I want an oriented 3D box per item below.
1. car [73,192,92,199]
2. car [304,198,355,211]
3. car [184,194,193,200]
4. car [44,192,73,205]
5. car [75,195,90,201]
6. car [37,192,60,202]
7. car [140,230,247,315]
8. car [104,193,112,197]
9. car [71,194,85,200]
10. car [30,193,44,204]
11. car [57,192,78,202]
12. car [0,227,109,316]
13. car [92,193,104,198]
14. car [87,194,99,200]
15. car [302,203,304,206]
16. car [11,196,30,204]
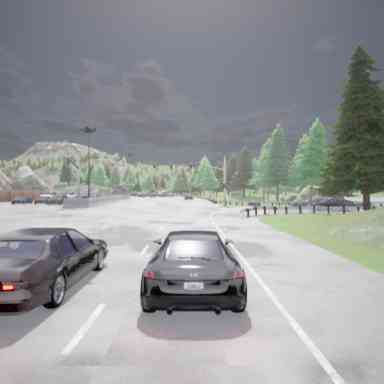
[{"bbox_3d":[-21.639,1.243,64.083,2.128,1.511,4.902,0,0,0],"label":"car"},{"bbox_3d":[15.656,1.377,37.531,4.902,1.511,2.128,0,0,7],"label":"car"},{"bbox_3d":[-0.913,1.202,84.605,1.994,1.385,4.181,0,0,-3],"label":"car"},{"bbox_3d":[-21.591,1.155,53.822,2.097,1.767,4.553,0,0,0],"label":"car"},{"bbox_3d":[-25.251,1.282,77.027,1.895,1.301,4.718,0,0,-1],"label":"car"},{"bbox_3d":[-28.642,0.964,66.595,2.150,2.045,5.566,0,0,-1],"label":"car"},{"bbox_3d":[0.030,1.559,7.649,1.994,1.385,4.181,0,0,0],"label":"car"},{"bbox_3d":[-21.865,1.184,82.536,1.812,1.442,4.674,0,0,-1],"label":"car"},{"bbox_3d":[-28.966,1.175,84.507,2.128,1.511,4.902,0,0,-3],"label":"car"},{"bbox_3d":[-25.103,1.353,56.549,1.994,1.385,4.181,0,0,0],"label":"car"},{"bbox_3d":[-25.149,0.961,67.259,2.150,2.045,5.566,0,0,-1],"label":"car"},{"bbox_3d":[-3.469,1.542,7.798,2.033,1.411,5.357,0,0,0],"label":"car"},{"bbox_3d":[-21.713,1.230,73.411,2.128,1.511,4.902,0,0,-1],"label":"car"},{"bbox_3d":[-25.569,1.196,85.765,1.994,1.385,4.181,0,0,-3],"label":"car"},{"bbox_3d":[15.730,1.432,41.052,4.181,1.385,1.994,0,0,7],"label":"car"},{"bbox_3d":[-28.593,1.355,56.065,1.994,1.385,4.181,0,0,0],"label":"car"}]
